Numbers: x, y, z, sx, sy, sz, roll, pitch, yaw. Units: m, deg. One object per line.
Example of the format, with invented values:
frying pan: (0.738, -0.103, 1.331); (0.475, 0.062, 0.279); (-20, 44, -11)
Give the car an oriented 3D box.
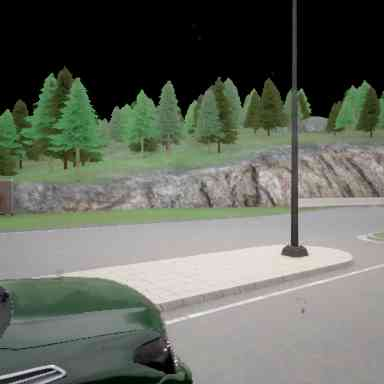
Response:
car: (-2.651, 1.219, 1.853); (5.566, 2.045, 2.150); (0, 0, -35)
